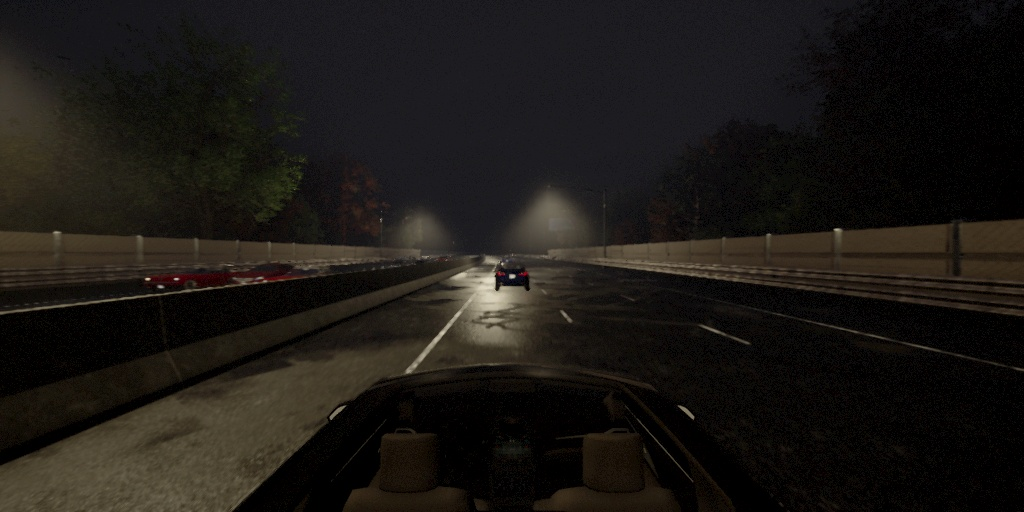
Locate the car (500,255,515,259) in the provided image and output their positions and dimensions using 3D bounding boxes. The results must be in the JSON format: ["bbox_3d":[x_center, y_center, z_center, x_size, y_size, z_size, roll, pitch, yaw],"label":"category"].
[{"bbox_3d":[-0.644,0.716,51.972,2.097,1.767,4.553,0,0,-1],"label":"car"}]

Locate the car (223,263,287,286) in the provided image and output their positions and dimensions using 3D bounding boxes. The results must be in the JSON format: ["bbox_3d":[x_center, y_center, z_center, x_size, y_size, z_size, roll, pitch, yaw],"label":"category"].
[{"bbox_3d":[-14.193,1.143,21.228,1.812,1.442,4.674,0,0,0],"label":"car"}]

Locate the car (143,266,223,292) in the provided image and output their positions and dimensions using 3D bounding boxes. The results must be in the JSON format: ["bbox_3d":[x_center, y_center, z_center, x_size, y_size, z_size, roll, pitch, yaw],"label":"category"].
[{"bbox_3d":[-17.686,1.230,20.246,1.895,1.301,4.718,0,0,0],"label":"car"}]

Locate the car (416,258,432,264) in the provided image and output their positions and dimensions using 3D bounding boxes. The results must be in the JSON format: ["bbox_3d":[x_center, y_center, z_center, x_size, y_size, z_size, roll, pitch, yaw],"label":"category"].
[{"bbox_3d":[-14.990,0.905,61.206,1.895,1.301,4.718,0,0,-1],"label":"car"}]

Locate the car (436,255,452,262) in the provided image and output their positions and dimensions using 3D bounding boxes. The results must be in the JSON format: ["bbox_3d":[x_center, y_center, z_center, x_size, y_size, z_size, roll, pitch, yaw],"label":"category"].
[{"bbox_3d":[-11.483,0.661,60.656,2.097,1.767,4.553,0,0,-1],"label":"car"}]

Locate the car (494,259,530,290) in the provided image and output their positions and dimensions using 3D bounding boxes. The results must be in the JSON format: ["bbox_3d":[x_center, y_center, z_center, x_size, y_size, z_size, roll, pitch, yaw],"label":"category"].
[{"bbox_3d":[-0.009,1.105,21.277,2.163,1.488,4.792,0,0,-1],"label":"car"}]

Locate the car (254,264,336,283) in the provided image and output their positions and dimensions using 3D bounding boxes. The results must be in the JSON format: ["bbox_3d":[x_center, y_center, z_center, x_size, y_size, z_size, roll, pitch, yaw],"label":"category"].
[{"bbox_3d":[-10.671,1.234,18.668,1.895,1.301,4.718,0,0,0],"label":"car"}]

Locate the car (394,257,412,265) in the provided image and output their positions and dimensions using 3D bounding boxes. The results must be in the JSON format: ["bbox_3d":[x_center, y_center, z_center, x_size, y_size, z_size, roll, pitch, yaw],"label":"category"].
[{"bbox_3d":[-18.486,0.856,61.099,2.033,1.411,5.357,0,0,-1],"label":"car"}]
